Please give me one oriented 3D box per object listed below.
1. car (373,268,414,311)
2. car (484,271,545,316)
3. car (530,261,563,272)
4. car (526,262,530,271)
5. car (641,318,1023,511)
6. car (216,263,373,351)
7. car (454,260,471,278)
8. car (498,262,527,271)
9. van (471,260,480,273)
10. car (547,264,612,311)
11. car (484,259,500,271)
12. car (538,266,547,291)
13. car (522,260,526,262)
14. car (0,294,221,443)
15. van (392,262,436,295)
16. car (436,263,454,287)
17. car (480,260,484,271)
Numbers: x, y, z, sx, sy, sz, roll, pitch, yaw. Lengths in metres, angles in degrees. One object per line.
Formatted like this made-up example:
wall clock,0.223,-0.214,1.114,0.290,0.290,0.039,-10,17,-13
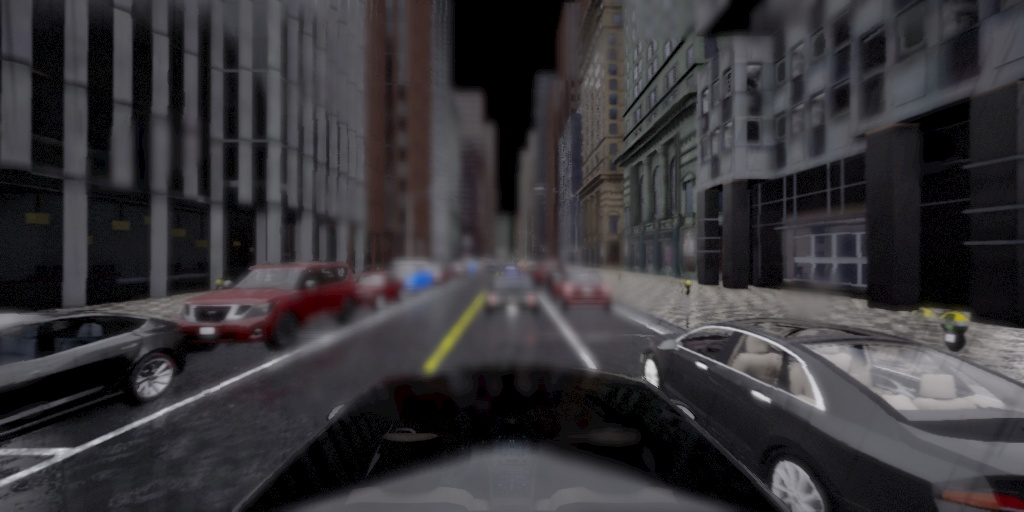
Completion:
car,-5.763,1.390,14.958,1.888,1.381,4.507,0,0,0
car,0.039,1.436,13.757,1.895,1.301,4.718,0,0,1
car,2.763,1.239,26.240,2.192,1.841,5.009,0,0,0
car,2.763,1.571,37.513,1.948,1.339,4.313,0,0,0
car,2.762,1.314,3.695,2.007,1.370,4.403,0,0,0
car,-5.763,1.119,9.321,2.192,1.841,5.009,0,0,0
car,-5.762,1.445,37.504,1.967,1.591,4.097,0,0,0
car,0.051,1.478,30.112,1.812,1.442,4.674,0,0,0
van,-5.762,1.427,48.777,1.690,1.789,3.998,0,0,0
car,2.762,1.284,14.967,1.967,1.591,4.097,0,0,0
car,-3.059,1.513,58.897,2.097,1.767,4.553,0,0,0
car,2.763,1.450,20.604,1.948,1.339,4.313,0,0,0
car,2.763,1.526,48.784,1.967,1.591,4.097,0,0,0
car,-5.763,1.330,3.685,1.948,1.339,4.313,0,0,0
van,-5.762,1.225,20.595,1.690,1.789,3.998,0,0,0
car,-5.762,1.365,26.231,1.967,1.591,4.097,0,0,0
car,-5.762,1.653,54.244,1.751,1.417,4.829,0,0,0
